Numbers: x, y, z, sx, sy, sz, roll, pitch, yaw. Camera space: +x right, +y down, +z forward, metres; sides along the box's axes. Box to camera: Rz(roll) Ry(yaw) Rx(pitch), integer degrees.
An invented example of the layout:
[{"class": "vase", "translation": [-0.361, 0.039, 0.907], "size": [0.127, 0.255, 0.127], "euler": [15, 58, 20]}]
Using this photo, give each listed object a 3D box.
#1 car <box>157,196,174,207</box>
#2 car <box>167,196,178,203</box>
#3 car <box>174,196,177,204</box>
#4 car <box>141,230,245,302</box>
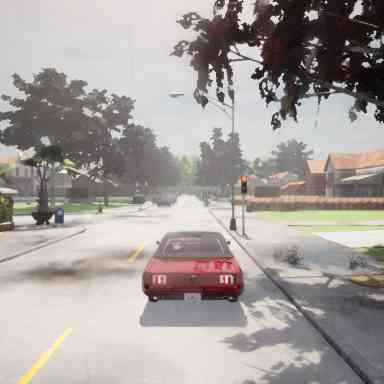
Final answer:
[{"class": "car", "translation": [-4.187, 1.601, 50.826], "size": [1.895, 1.301, 4.718], "euler": [0, 0, 0]}, {"class": "car", "translation": [-4.127, 1.540, 71.179], "size": [2.033, 1.411, 5.357], "euler": [0, 0, 0]}, {"class": "car", "translation": [-4.175, 1.564, 60.817], "size": [1.994, 1.385, 4.181], "euler": [0, 0, 0]}, {"class": "car", "translation": [0.037, 1.601, 8.202], "size": [1.895, 1.301, 4.718], "euler": [0, 0, 0]}]
